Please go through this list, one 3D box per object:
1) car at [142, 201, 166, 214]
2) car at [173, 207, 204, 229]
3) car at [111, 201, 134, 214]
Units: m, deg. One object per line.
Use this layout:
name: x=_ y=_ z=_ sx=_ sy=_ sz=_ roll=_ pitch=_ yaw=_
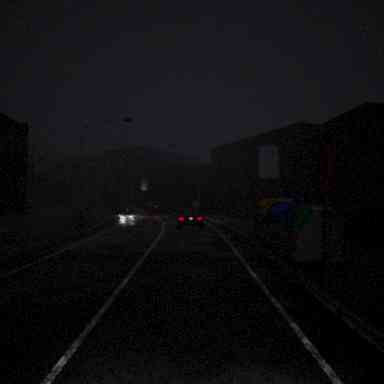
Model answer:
car: x=-4.716 y=1.909 z=40.987 sx=2.128 sy=1.511 sz=4.902 roll=1 pitch=-1 yaw=-24
car: x=-0.293 y=1.793 z=23.883 sx=2.033 sy=1.411 sz=5.357 roll=0 pitch=-1 yaw=-5
car: x=-8.565 y=1.871 z=40.631 sx=2.128 sy=1.511 sz=4.902 roll=1 pitch=-1 yaw=-28
